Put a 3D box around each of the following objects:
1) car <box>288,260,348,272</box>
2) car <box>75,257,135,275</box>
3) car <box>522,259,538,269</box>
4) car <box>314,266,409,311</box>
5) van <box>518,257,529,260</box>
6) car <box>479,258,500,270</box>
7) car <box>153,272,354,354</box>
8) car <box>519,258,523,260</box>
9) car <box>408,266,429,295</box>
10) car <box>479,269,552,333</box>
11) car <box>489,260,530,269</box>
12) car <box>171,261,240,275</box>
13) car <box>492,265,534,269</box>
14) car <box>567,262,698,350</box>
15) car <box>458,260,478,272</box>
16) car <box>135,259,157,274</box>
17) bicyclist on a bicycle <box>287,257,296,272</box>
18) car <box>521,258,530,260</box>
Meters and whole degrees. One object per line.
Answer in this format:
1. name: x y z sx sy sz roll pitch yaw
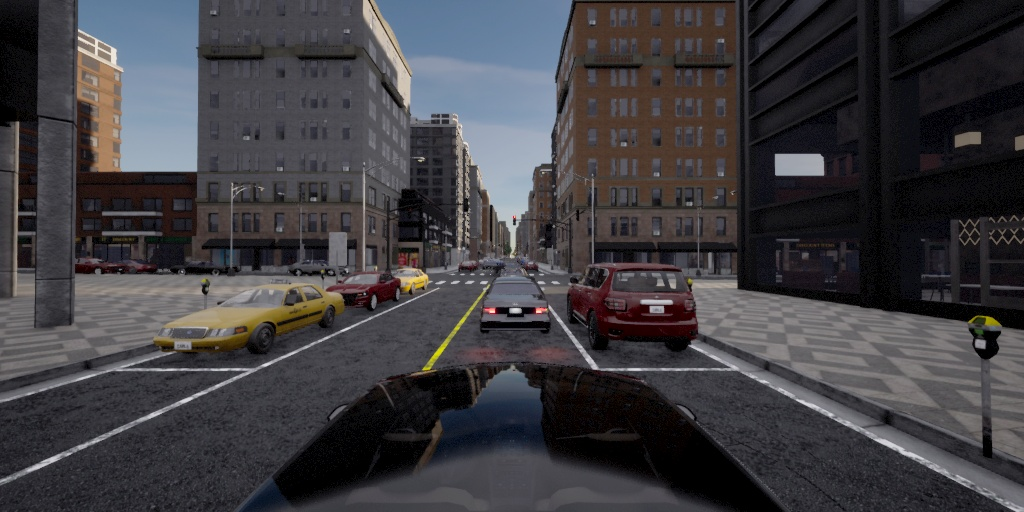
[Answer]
1. car: -16.843 1.092 31.371 4.902 1.511 2.128 1 -1 0
2. car: -36.835 0.897 31.446 5.008 1.535 1.882 1 -1 0
3. car: 2.542 1.343 47.254 1.802 1.307 4.207 0 0 0
4. car: -5.893 1.298 14.595 1.888 1.381 4.507 0 0 0
5. van: 2.494 1.108 64.274 1.690 1.789 3.998 0 0 0
6. car: -3.235 1.326 51.590 1.994 1.385 4.181 0 0 0
7. car: -5.876 1.277 8.801 1.751 1.417 4.829 0 0 0
8. car: 2.510 1.347 58.601 1.802 1.307 4.207 0 0 0
9. car: -5.908 1.279 20.050 1.751 1.417 4.829 0 0 0
10. car: 0.067 1.300 10.717 2.033 1.411 5.357 0 0 0
11. car: -0.325 1.353 36.268 1.994 1.385 4.181 1 0 -28
12. car: -26.740 1.112 31.403 4.718 1.301 1.895 1 -1 0
13. car: 0.018 1.355 20.444 1.895 1.301 4.718 0 0 0
14. car: 2.649 1.066 8.986 2.192 1.841 5.009 0 0 0
15. car: -5.985 1.306 47.239 1.888 1.381 4.507 0 0 0
16. car: -37.057 1.014 34.634 4.181 1.385 1.994 1 -1 0
17. bicyclist on a bicycle: -23.113 0.909 37.632 0.582 1.620 1.656 0 0 0
18. car: 2.526 1.344 52.927 1.802 1.307 4.207 0 0 0
